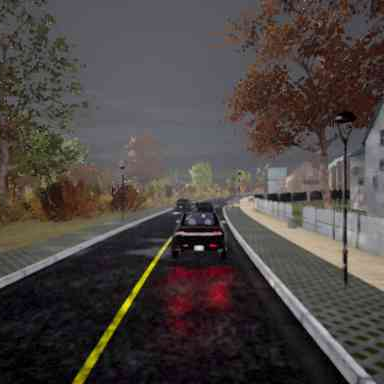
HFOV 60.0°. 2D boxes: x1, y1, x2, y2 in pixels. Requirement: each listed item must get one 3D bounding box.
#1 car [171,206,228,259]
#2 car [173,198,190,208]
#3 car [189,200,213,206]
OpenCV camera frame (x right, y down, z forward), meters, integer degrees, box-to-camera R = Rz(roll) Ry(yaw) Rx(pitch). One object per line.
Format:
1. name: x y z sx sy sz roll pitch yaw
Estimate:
1. car: 0.312 1.516 12.697 2.128 1.511 4.902 0 0 2
2. car: -0.987 1.512 39.368 1.837 1.490 4.892 0 0 6
3. car: 1.017 1.532 27.606 1.837 1.490 4.892 0 0 4
